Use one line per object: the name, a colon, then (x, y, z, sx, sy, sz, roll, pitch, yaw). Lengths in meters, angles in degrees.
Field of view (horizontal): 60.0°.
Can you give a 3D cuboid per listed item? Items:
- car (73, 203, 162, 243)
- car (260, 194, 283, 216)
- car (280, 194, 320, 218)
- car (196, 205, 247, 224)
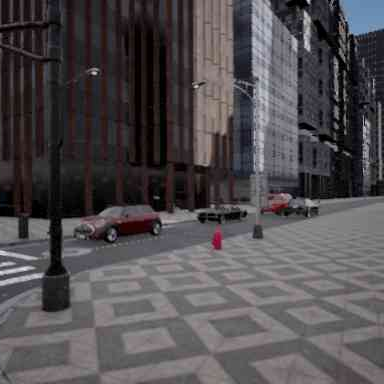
car: (-3.616, 1.410, 16.717, 2.097, 1.767, 4.553, 0, 0, 36)
car: (8.529, 1.225, 33.662, 2.150, 2.045, 5.566, 0, 0, 36)
car: (10.129, 1.337, 30.419, 2.097, 1.767, 4.553, 0, 0, 36)
car: (2.317, 1.630, 24.986, 1.895, 1.301, 4.718, 0, 0, 36)
